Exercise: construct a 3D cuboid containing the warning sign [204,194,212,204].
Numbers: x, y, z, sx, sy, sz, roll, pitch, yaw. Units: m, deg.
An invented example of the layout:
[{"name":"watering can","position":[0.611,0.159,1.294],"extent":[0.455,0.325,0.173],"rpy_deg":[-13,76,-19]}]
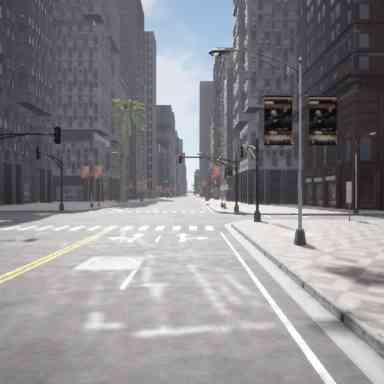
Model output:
[{"name":"warning sign","position":[2.860,1.242,59.420],"extent":[1.300,1.860,1.060],"rpy_deg":[1,0,0]}]
